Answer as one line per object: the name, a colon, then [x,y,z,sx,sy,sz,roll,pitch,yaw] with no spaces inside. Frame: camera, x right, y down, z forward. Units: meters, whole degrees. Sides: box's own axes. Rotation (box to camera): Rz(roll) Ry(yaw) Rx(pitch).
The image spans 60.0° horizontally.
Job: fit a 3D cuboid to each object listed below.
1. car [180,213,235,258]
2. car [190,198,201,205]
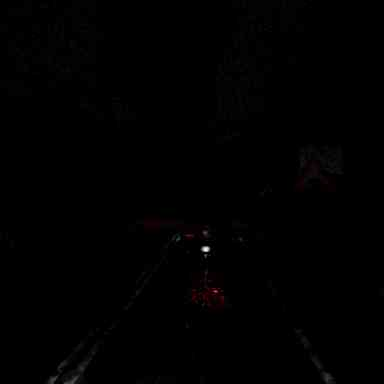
car: [0.616,1.590,13.210,1.837,1.490,4.892,0,0,4]
car: [0.728,1.930,66.505,1.812,1.442,4.674,0,-1,4]
